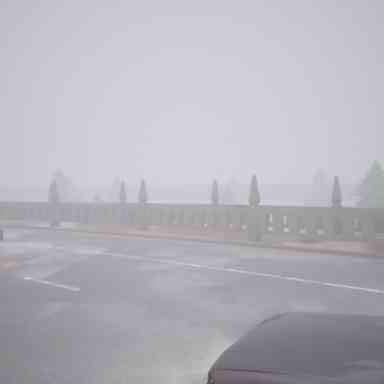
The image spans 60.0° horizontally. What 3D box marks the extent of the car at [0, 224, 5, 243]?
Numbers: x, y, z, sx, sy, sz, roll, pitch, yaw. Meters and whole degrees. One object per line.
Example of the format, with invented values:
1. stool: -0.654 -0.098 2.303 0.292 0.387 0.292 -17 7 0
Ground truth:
1. car: -9.565 1.516 13.405 4.674 1.442 1.812 0 0 27

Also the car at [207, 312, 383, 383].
1. car: 2.655 1.530 2.023 5.357 1.411 2.033 0 0 36
